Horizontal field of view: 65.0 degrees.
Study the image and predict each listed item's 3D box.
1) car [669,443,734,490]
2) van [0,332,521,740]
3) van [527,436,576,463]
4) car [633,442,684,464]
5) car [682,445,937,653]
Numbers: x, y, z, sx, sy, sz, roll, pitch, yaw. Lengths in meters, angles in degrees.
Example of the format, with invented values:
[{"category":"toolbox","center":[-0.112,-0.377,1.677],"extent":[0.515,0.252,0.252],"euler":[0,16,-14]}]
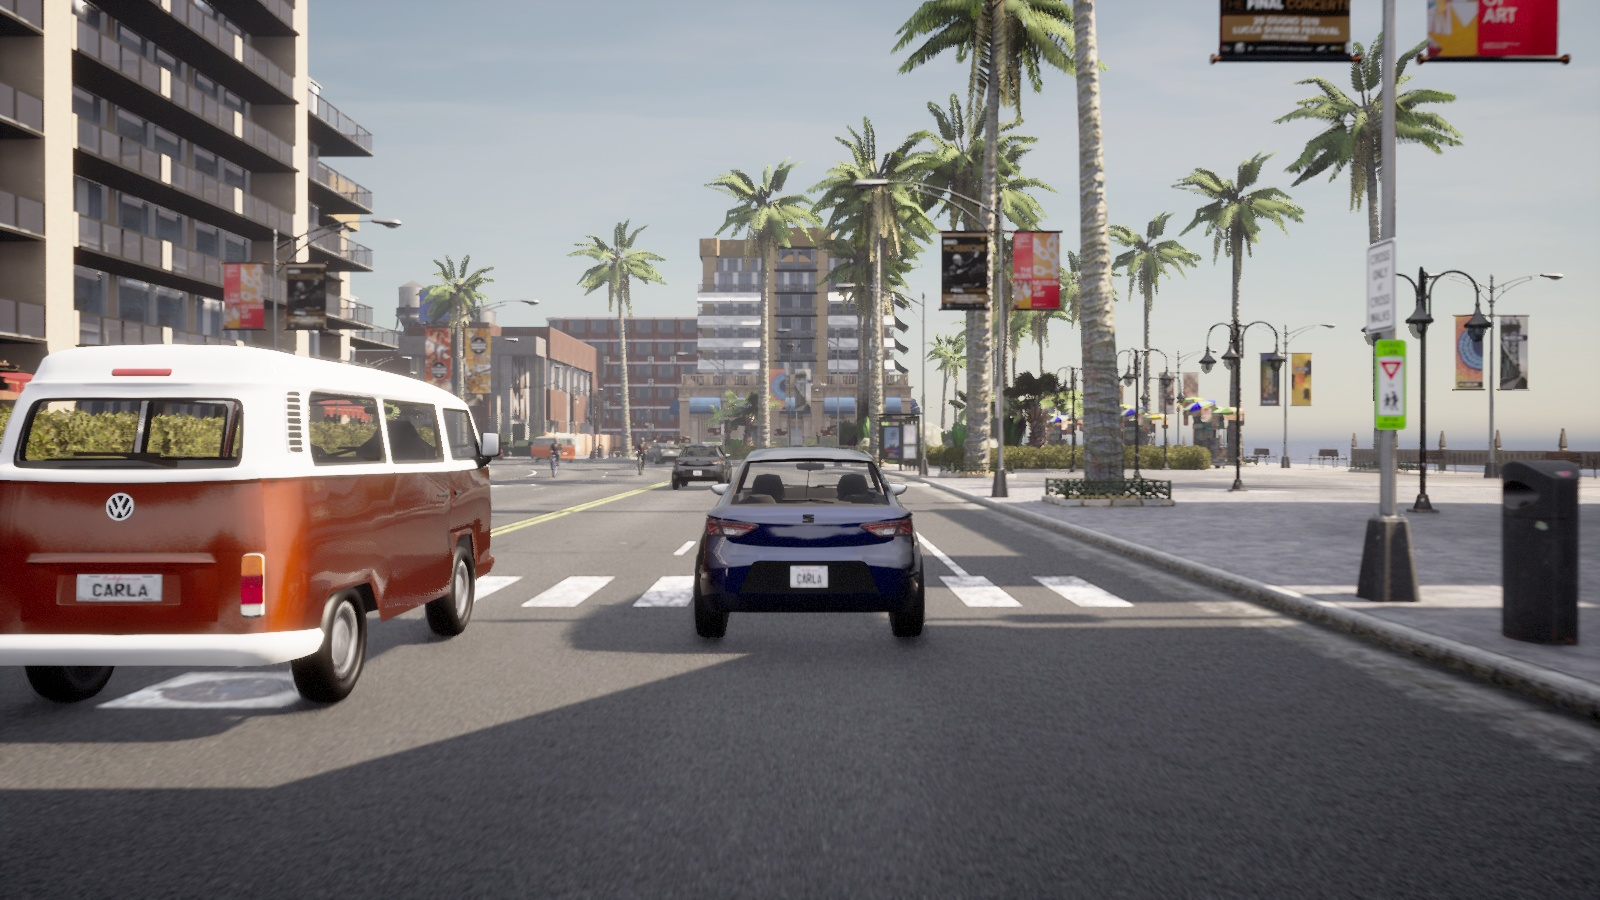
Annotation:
[{"category":"car","center":[-3.245,0.521,42.028],"extent":[1.816,1.474,4.193],"euler":[0,0,0]},{"category":"van","center":[-3.436,0.419,8.522],"extent":[2.069,2.038,4.480],"euler":[0,0,0]},{"category":"van","center":[-18.761,-0.050,94.729],"extent":[1.775,1.987,4.442],"euler":[0,0,-39]},{"category":"car","center":[-9.931,0.189,88.029],"extent":[2.007,1.525,4.514],"euler":[0,0,-29]},{"category":"car","center":[0.078,0.698,11.056],"extent":[1.816,1.474,4.193],"euler":[0,0,0]}]
